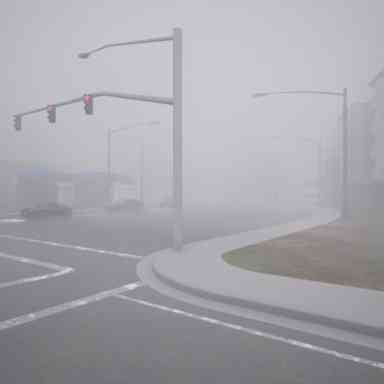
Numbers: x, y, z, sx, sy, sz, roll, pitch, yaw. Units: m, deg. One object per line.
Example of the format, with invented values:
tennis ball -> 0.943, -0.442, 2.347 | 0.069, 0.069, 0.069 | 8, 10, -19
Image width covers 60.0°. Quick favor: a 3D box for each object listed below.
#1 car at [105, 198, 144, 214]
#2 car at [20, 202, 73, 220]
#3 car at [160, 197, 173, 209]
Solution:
car -> -7.242, 1.476, 36.103 | 1.882, 1.535, 5.008 | 0, 0, 30
car -> -12.428, 1.563, 28.604 | 1.994, 1.385, 4.181 | 0, 0, 36
car -> -2.977, 1.503, 46.130 | 1.837, 1.490, 4.892 | 0, 0, 14
